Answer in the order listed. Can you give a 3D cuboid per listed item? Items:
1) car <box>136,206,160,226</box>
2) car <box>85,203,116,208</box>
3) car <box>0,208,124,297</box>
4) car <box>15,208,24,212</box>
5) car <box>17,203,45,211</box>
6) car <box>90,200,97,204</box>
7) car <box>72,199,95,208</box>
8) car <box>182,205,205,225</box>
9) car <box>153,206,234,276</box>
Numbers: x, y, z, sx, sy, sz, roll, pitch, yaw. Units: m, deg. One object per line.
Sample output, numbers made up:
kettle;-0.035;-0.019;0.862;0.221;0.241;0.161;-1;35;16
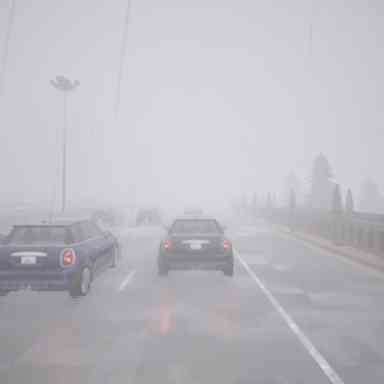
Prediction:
car;-3.388;1.929;27.266;1.837;1.490;4.892;0;-1;0
car;-6.888;1.929;27.261;1.837;1.490;4.892;0;-1;0
car;-3.396;1.476;9.041;2.097;1.767;4.553;0;-1;0
car;-6.896;1.477;9.105;2.097;1.767;4.553;0;-1;0
car;-20.958;2.164;43.071;1.882;1.535;5.008;0;-1;1
car;-13.507;2.384;52.127;2.033;1.411;5.357;0;-1;6
car;-16.936;2.073;52.829;2.150;2.045;5.566;0;-1;6
car;0.113;1.933;29.118;1.882;1.535;5.008;0;-1;0
car;0.105;1.508;10.986;2.097;1.767;4.553;0;-1;0
